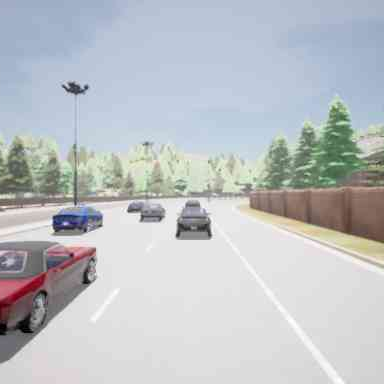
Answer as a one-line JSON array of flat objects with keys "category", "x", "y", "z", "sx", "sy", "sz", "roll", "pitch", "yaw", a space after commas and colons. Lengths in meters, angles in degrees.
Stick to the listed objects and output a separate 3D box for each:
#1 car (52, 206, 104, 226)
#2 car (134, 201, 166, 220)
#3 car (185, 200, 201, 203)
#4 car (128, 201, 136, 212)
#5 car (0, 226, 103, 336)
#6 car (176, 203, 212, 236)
[{"category": "car", "x": -6.902, "y": 1.585, "z": 20.604, "sx": 1.882, "sy": 1.535, "sz": 5.008, "roll": 0, "pitch": 0, "yaw": 0}, {"category": "car", "x": -3.403, "y": 1.700, "z": 29.396, "sx": 2.033, "sy": 1.411, "sz": 5.357, "roll": 0, "pitch": 0, "yaw": 0}, {"category": "car", "x": 0.149, "y": 1.694, "z": 41.817, "sx": 1.882, "sy": 1.535, "sz": 5.008, "roll": 0, "pitch": 0, "yaw": 1}, {"category": "car", "x": -6.835, "y": 1.784, "z": 42.351, "sx": 1.994, "sy": 1.385, "sz": 4.181, "roll": 0, "pitch": 0, "yaw": 1}, {"category": "car", "x": -3.402, "y": 1.637, "z": 6.766, "sx": 1.895, "sy": 1.301, "sz": 4.718, "roll": 0, "pitch": 0, "yaw": 0}, {"category": "car", "x": 0.096, "y": 1.591, "z": 18.952, "sx": 2.128, "sy": 1.511, "sz": 4.902, "roll": 0, "pitch": 0, "yaw": 0}]
